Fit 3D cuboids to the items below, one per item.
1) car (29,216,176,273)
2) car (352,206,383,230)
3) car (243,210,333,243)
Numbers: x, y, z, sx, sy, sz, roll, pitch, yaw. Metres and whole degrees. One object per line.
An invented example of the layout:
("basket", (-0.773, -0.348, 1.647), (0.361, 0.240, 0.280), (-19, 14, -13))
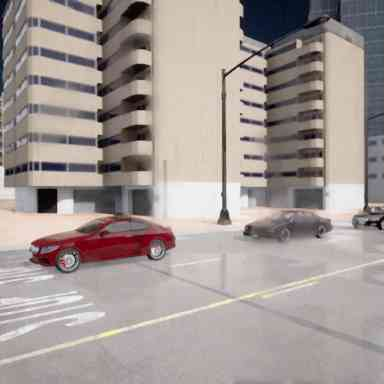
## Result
("car", (-2.687, 1.529, 10.779), (4.674, 1.442, 1.812), (0, 0, -38))
("car", (12.770, 1.723, 22.670), (4.902, 1.511, 2.128), (1, -1, -38))
("car", (4.972, 1.635, 16.681), (5.357, 1.411, 2.033), (1, -1, -38))
